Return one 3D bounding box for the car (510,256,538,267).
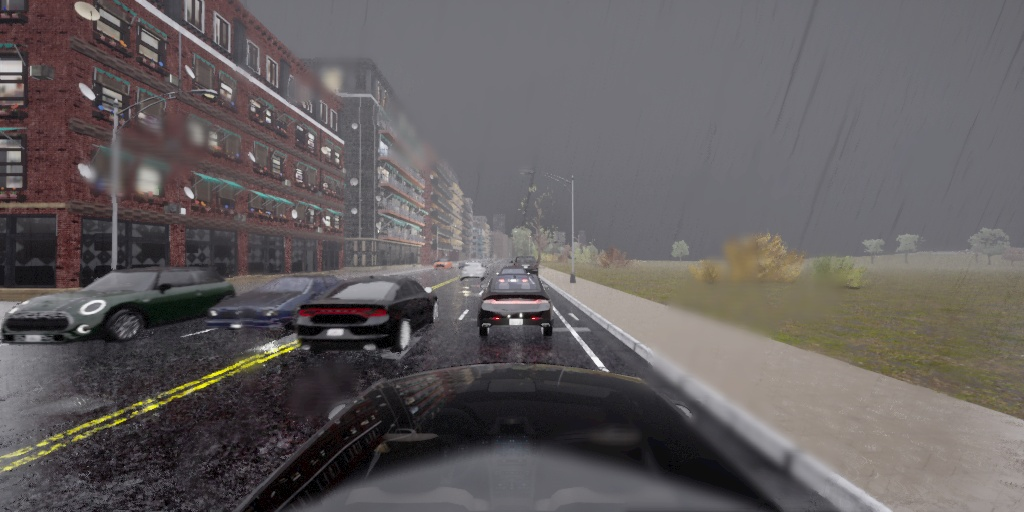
[{"bbox_3d":[1.076,0.978,30.997,2.150,2.045,5.566,0,0,0],"label":"car"}]

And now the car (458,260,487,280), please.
[{"bbox_3d":[-3.211,1.279,30.836,1.812,1.442,4.674,0,0,0],"label":"car"}]

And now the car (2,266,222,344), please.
[{"bbox_3d":[-9.866,1.103,9.638,2.097,1.767,4.553,0,0,0],"label":"car"}]

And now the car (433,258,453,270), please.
[{"bbox_3d":[-9.950,1.104,51.840,2.097,1.767,4.553,0,0,0],"label":"car"}]

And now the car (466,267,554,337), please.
[{"bbox_3d":[0.083,1.243,10.345,2.128,1.511,4.902,0,0,0],"label":"car"}]

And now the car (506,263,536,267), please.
[{"bbox_3d":[0.065,1.300,20.785,2.033,1.411,5.357,0,0,0],"label":"car"}]

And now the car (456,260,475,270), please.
[{"bbox_3d":[-6.704,1.299,52.515,2.033,1.411,5.357,0,0,0],"label":"car"}]

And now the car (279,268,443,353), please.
[{"bbox_3d":[-3.166,1.229,8.893,1.882,1.535,5.008,0,0,0],"label":"car"}]

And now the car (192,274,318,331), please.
[{"bbox_3d":[-6.621,1.299,11.304,2.033,1.411,5.357,0,0,0],"label":"car"}]
